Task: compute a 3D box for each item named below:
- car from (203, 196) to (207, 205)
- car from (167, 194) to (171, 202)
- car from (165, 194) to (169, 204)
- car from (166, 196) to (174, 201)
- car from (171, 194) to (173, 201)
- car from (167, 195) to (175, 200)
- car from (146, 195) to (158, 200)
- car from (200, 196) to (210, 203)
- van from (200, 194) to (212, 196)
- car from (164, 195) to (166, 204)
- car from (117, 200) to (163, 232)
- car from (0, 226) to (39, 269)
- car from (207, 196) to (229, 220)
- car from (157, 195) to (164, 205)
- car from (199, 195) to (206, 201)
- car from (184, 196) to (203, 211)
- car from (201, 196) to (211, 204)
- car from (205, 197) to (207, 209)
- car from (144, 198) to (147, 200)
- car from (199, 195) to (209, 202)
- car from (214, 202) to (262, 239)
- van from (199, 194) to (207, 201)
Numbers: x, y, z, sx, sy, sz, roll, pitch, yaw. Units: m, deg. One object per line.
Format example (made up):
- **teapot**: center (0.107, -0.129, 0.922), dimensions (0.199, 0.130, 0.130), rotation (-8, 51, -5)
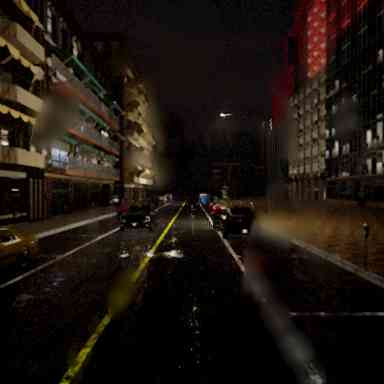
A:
- **car**: center (2.685, 1.564, 41.874), dimensions (1.802, 1.307, 4.206), rotation (0, 0, 0)
- **car**: center (-5.696, 1.428, 63.980), dimensions (1.967, 1.590, 4.097), rotation (0, 0, 0)
- **car**: center (-5.695, 1.536, 58.454), dimensions (2.008, 1.369, 4.403), rotation (0, 0, 0)
- **car**: center (-5.696, 1.589, 86.087), dimensions (1.802, 1.307, 4.206), rotation (0, 0, 0)
- **car**: center (-5.695, 1.558, 69.507), dimensions (1.947, 1.339, 4.313), rotation (0, 0, 0)
- **car**: center (-5.696, 1.595, 91.613), dimensions (1.802, 1.307, 4.206), rotation (0, 0, 0)
- **car**: center (-5.696, 1.508, 41.705), dimensions (1.752, 1.417, 4.829), rotation (0, 0, 0)
- **car**: center (2.685, 1.558, 69.507), dimensions (1.947, 1.339, 4.313), rotation (0, 0, 0)
- **van**: center (2.683, 1.327, 58.454), dimensions (1.690, 1.788, 3.998), rotation (0, 0, 0)
- **car**: center (-5.695, 1.534, 52.928), dimensions (2.008, 1.369, 4.403), rotation (0, 0, 0)
- **car**: center (-3.099, 1.490, 20.273), dimensions (1.837, 1.490, 4.892), rotation (0, 0, 0)
- **car**: center (-5.695, 1.517, 8.544), dimensions (1.752, 1.417, 4.829), rotation (0, 0, 0)
- **car**: center (2.684, 1.423, 30.820), dimensions (1.967, 1.590, 4.097), rotation (0, 0, 0)
- **car**: center (-5.697, 1.298, 47.400), dimensions (2.192, 1.841, 5.009), rotation (0, 0, 0)
- **car**: center (2.684, 1.533, 86.256), dimensions (1.752, 1.417, 4.829), rotation (0, 0, 0)
- **car**: center (0.032, 1.508, 40.533), dimensions (1.812, 1.442, 4.674), rotation (0, 0, 0)
- **car**: center (2.685, 1.514, 64.149), dimensions (1.752, 1.417, 4.829), rotation (0, 0, 0)
- **car**: center (2.684, 1.508, 36.517), dimensions (1.752, 1.417, 4.829), rotation (0, 0, 0)
- **car**: center (-5.696, 1.527, 30.821), dimensions (1.887, 1.381, 4.507), rotation (0, 0, 0)
- **car**: center (2.684, 1.437, 75.033), dimensions (1.967, 1.590, 4.097), rotation (0, 0, 0)
- **car**: center (2.355, 1.491, 17.238), dimensions (1.837, 1.490, 4.892), rotation (0, 0, 0)
- **van**: center (2.683, 1.343, 80.561), dimensions (1.690, 1.788, 3.998), rotation (0, 0, 0)
